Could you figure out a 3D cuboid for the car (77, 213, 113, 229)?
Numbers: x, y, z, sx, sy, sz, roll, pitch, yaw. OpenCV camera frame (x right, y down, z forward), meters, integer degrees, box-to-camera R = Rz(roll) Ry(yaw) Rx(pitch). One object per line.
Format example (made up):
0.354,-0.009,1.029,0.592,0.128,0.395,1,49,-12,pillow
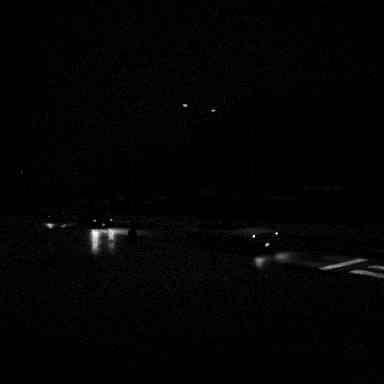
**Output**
-8.827,2.584,30.161,1.895,1.301,4.718,0,-2,-36,car

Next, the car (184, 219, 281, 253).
1.734,1.921,15.408,1.895,1.301,4.718,0,-2,-38,car

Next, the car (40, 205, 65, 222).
-18.402,2.699,43.691,2.150,2.045,5.566,0,-2,-36,car
